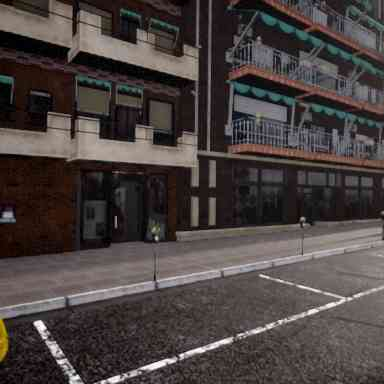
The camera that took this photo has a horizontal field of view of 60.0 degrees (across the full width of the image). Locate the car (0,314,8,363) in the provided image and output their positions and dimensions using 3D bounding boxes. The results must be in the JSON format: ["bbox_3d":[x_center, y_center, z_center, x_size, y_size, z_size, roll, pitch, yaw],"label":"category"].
[{"bbox_3d":[-4.415,1.524,2.931,4.829,1.417,1.752,0,1,-36],"label":"car"}]
